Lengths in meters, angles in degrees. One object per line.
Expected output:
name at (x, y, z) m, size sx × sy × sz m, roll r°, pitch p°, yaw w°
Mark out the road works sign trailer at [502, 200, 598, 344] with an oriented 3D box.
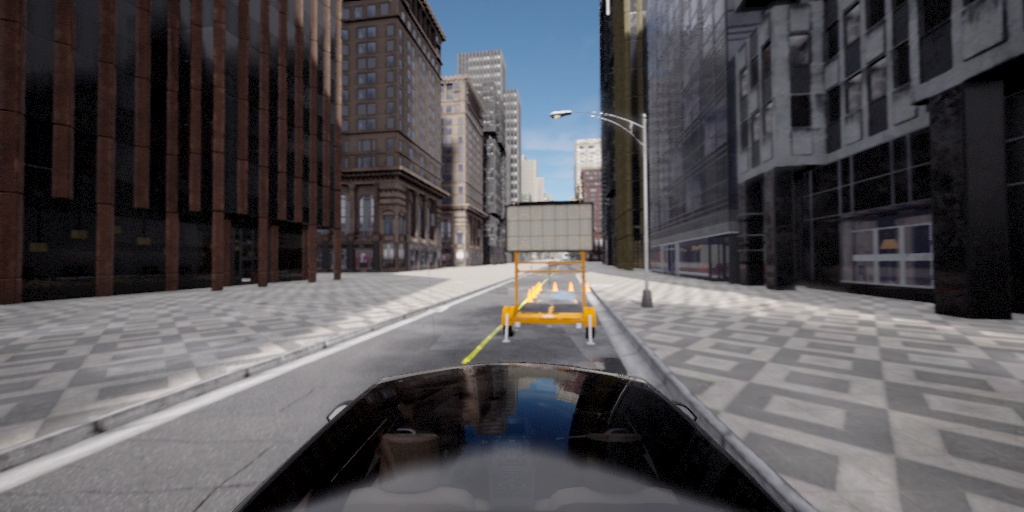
road works sign trailer at (1.057, 0.299, 9.909) m, size 2.380 × 3.560 × 2.880 m, roll 0°, pitch 0°, yaw 9°
